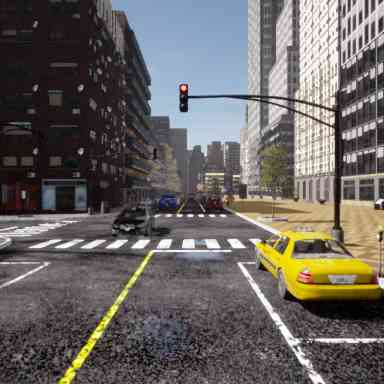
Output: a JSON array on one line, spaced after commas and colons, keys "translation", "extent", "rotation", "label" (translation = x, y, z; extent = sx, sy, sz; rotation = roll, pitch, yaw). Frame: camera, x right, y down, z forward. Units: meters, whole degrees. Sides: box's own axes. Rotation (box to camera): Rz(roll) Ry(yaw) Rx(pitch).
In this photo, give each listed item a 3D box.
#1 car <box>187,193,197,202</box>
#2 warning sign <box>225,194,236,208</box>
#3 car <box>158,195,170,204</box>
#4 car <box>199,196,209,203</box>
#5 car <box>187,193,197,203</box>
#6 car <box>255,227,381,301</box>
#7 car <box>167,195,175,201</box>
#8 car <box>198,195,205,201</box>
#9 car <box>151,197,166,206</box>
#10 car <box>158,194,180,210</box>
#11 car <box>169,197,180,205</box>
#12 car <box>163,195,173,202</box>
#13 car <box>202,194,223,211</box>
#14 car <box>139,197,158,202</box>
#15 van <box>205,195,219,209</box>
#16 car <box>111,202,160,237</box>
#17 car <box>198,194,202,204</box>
[{"translation": [-0.032, 1.218, 79.716], "extent": [2.150, 2.045, 5.566], "rotation": [0, 0, 0], "label": "car"}, {"translation": [5.054, 1.136, 43.750], "extent": [1.300, 1.860, 1.060], "rotation": [0, 0, 0], "label": "warning sign"}, {"translation": [-5.723, 1.498, 68.122], "extent": [1.967, 1.590, 4.097], "rotation": [0, 0, 0], "label": "car"}, {"translation": [2.656, 1.612, 73.652], "extent": [1.887, 1.381, 4.507], "rotation": [0, 0, 0], "label": "car"}, {"translation": [-0.029, 1.565, 69.268], "extent": [1.837, 1.490, 4.892], "rotation": [0, 0, 0], "label": "car"}, {"translation": [2.683, 1.526, 8.250], "extent": [1.752, 1.417, 4.829], "rotation": [0, 0, 0], "label": "car"}, {"translation": [-5.731, 1.626, 90.059], "extent": [1.752, 1.417, 4.829], "rotation": [0, 0, 0], "label": "car"}, {"translation": [2.649, 1.627, 90.402], "extent": [1.752, 1.417, 4.829], "rotation": [0, 0, 0], "label": "car"}, {"translation": [-5.717, 1.589, 57.069], "extent": [2.008, 1.369, 4.403], "rotation": [0, 0, 0], "label": "car"}, {"translation": [-3.127, 1.243, 44.536], "extent": [2.150, 2.045, 5.566], "rotation": [0, 0, 0], "label": "car"}, {"translation": [-3.100, 1.568, 59.002], "extent": [1.812, 1.442, 4.674], "rotation": [0, 0, 0], "label": "car"}, {"translation": [-5.727, 1.518, 79.176], "extent": [1.967, 1.590, 4.097], "rotation": [0, 0, 0], "label": "car"}, {"translation": [2.669, 1.333, 40.493], "extent": [2.192, 1.841, 5.009], "rotation": [0, 0, 0], "label": "car"}, {"translation": [-5.710, 1.568, 40.489], "extent": [2.008, 1.369, 4.403], "rotation": [0, 0, 0], "label": "car"}, {"translation": [2.666, 1.365, 46.019], "extent": [1.690, 1.788, 3.998], "rotation": [0, 0, 0], "label": "van"}, {"translation": [-3.118, 1.559, 18.454], "extent": [1.837, 1.490, 4.892], "rotation": [0, 0, 0], "label": "car"}, {"translation": [2.659, 1.363, 62.598], "extent": [2.192, 1.841, 5.009], "rotation": [0, 0, 0], "label": "car"}]
